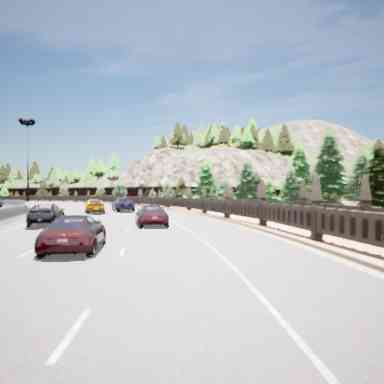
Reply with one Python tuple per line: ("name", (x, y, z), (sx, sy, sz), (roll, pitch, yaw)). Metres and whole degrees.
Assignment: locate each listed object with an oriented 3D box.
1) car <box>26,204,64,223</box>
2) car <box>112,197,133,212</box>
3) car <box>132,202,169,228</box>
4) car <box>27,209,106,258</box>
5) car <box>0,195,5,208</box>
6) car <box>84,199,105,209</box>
("car", (-10.028, 1.544, 23.008), (2.128, 1.511, 4.902), (0, 0, -14))
("car", (-8.255, 1.411, 39.692), (2.097, 1.767, 4.553), (0, 0, -22))
("car", (-2.778, 1.574, 22.689), (1.994, 1.385, 4.181), (0, 0, -13))
("car", (-4.547, 1.579, 12.968), (1.994, 1.385, 4.181), (0, 0, -8))
("car", (-28.985, 1.470, 49.011), (2.150, 2.045, 5.566), (0, 0, -32))
("car", (-10.883, 1.554, 36.980), (1.882, 1.535, 5.008), (0, 0, -22))
